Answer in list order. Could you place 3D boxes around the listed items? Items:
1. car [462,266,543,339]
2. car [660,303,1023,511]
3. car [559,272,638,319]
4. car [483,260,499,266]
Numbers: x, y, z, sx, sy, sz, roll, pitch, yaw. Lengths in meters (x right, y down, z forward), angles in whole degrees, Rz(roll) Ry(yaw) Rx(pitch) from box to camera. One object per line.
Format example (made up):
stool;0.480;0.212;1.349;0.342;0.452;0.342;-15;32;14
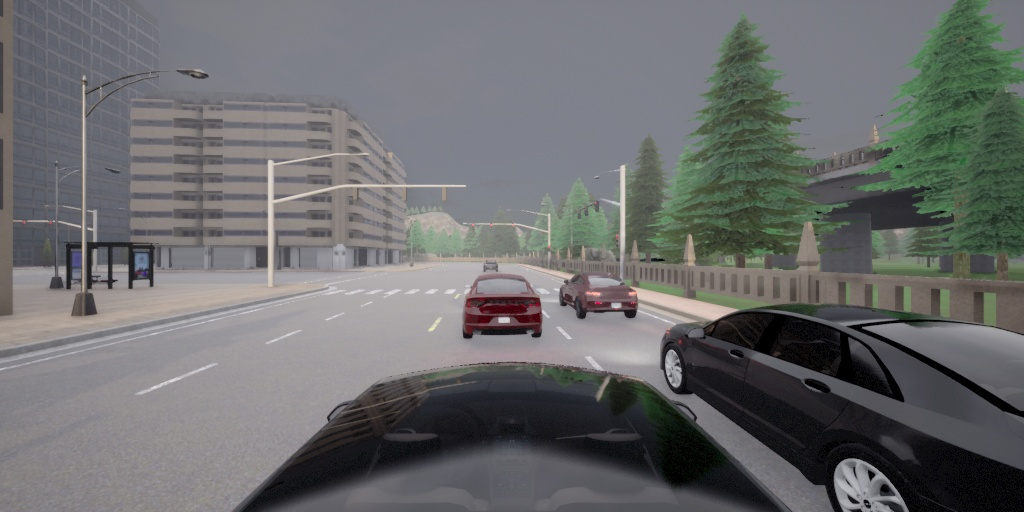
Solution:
car;-0.342;1.228;10.178;1.882;1.535;5.008;0;0;-4
car;3.257;1.255;3.763;1.837;1.490;4.892;0;0;0
car;2.920;1.276;12.753;1.812;1.442;4.674;0;0;-3
car;-2.720;1.241;45.918;2.128;1.511;4.902;0;0;-4
